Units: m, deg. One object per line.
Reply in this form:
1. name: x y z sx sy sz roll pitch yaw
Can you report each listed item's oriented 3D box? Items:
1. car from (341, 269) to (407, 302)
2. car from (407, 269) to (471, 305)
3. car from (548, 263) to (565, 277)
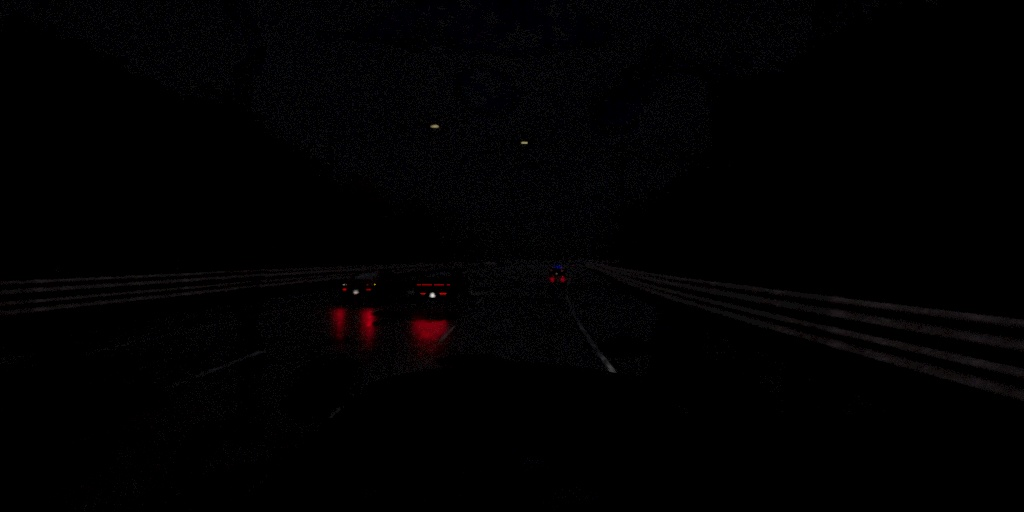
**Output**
1. car: -6.572 1.361 17.584 1.812 1.442 4.674 0 0 2
2. car: -3.113 1.350 16.814 1.837 1.490 4.892 0 0 2
3. car: 5.174 1.668 41.287 1.895 1.301 4.718 0 0 8
